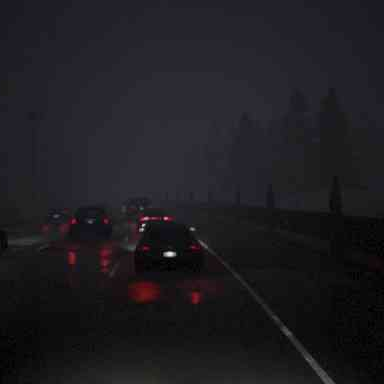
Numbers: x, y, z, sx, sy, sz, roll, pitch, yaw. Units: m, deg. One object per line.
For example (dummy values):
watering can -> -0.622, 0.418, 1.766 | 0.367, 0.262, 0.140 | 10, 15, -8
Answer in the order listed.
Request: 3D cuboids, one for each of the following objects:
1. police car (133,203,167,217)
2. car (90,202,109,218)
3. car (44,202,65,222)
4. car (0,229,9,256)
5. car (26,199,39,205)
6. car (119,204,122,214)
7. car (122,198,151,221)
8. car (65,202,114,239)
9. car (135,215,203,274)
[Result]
police car -> -2.535, 1.726, 21.430 | 2.038, 1.542, 4.974 | 0, 0, -11
car -> -9.743, 1.859, 35.009 | 1.837, 1.490, 4.892 | 0, -1, -16
car -> -11.714, 1.825, 29.312 | 1.812, 1.442, 4.674 | 0, -1, -16
car -> -7.783, 1.605, 10.874 | 2.128, 1.511, 4.902 | 0, -1, -6
car -> -37.918, 2.339, 79.311 | 2.033, 1.411, 5.357 | 0, -1, -17
car -> -8.187, 1.879, 42.043 | 1.801, 1.575, 5.366 | 0, -1, -17
car -> -4.987, 1.536, 31.141 | 2.150, 2.045, 5.566 | 0, 0, -15
car -> -5.534, 1.545, 18.728 | 2.097, 1.767, 4.553 | 0, 0, -12
car -> -0.808, 1.675, 11.006 | 1.994, 1.385, 4.181 | 0, 0, -6
